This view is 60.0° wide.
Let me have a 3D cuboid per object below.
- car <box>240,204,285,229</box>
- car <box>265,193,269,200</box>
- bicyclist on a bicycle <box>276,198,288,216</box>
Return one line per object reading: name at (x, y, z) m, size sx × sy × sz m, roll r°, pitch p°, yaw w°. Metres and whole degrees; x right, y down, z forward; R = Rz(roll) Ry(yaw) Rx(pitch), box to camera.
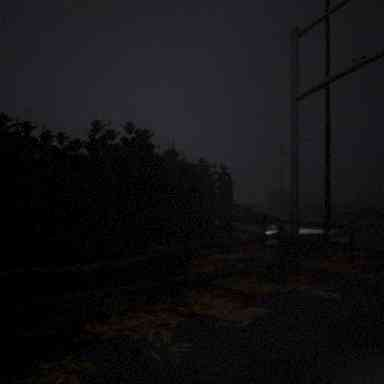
car at (4.000, 1.555, 22.215) m, size 1.812 × 1.442 × 4.674 m, roll 0°, pitch 0°, yaw -36°
car at (20.303, 1.241, 87.492) m, size 1.905 × 1.878 × 3.866 m, roll 6°, pitch 3°, yaw 11°
bicyclist on a bicycle at (8.009, 1.344, 29.497) m, size 1.656 × 1.620 × 0.582 m, roll 0°, pitch 0°, yaw -36°
